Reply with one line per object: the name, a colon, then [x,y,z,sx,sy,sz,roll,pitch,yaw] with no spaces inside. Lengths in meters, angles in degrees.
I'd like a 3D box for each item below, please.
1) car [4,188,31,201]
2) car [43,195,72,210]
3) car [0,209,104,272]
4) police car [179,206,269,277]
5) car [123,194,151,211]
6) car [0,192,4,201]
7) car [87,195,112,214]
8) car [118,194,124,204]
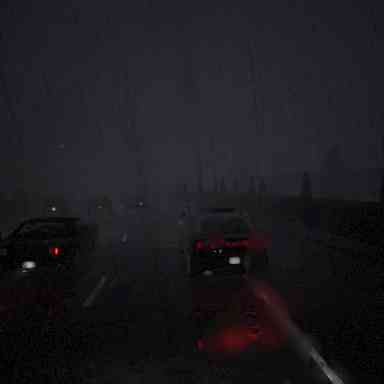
car: [-24.385,0.506,47.243,2.150,2.045,5.566,-1,1,-16]
car: [-11.482,1.050,28.419,1.837,1.490,4.892,0,1,-15]
car: [-4.166,1.430,10.245,1.895,1.301,4.718,0,1,-6]
police car: [0.678,1.248,9.841,1.930,1.638,5.238,0,1,-6]
car: [-5.241,1.014,32.327,1.994,1.385,4.181,-1,1,-17]
car: [-29.868,0.693,53.656,2.128,1.511,4.902,-1,1,-16]
car: [-7.874,1.006,28.465,1.882,1.535,5.008,0,1,-15]
car: [-8.815,0.860,44.550,1.895,1.301,4.718,-1,1,-16]
